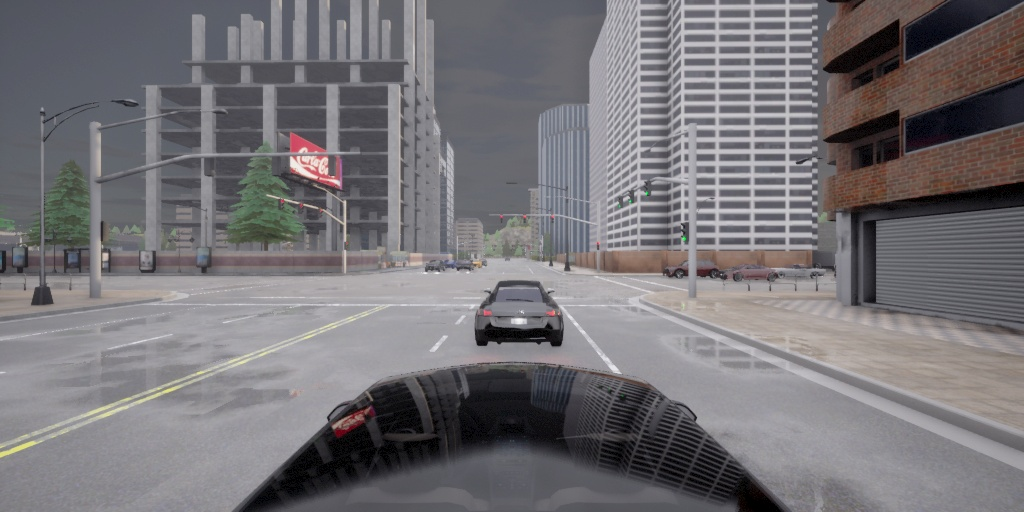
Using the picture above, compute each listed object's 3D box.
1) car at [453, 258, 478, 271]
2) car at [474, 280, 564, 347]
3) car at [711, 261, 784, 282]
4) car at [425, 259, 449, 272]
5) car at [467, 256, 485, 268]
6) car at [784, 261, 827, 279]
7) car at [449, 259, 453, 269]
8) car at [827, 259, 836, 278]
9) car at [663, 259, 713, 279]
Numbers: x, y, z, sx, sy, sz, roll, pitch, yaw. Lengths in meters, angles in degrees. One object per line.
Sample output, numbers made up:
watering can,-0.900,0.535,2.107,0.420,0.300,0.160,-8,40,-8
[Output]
car,-6.290,1.297,49.090,2.033,1.411,5.357,0,0,1
car,0.188,1.314,9.392,1.994,1.385,4.181,0,0,1
car,18.793,1.314,28.767,4.181,1.385,1.994,0,0,1
car,-9.839,1.255,46.207,1.837,1.490,4.892,0,0,1
car,-6.091,1.228,59.399,1.882,1.535,5.008,0,0,1
car,25.061,1.351,32.184,4.718,1.301,1.895,0,0,1
car,-9.665,1.228,55.701,1.882,1.535,5.008,0,0,1
car,28.679,1.228,28.630,5.008,1.535,1.882,0,0,1
car,16.068,1.102,32.301,4.553,1.767,2.097,0,0,1
